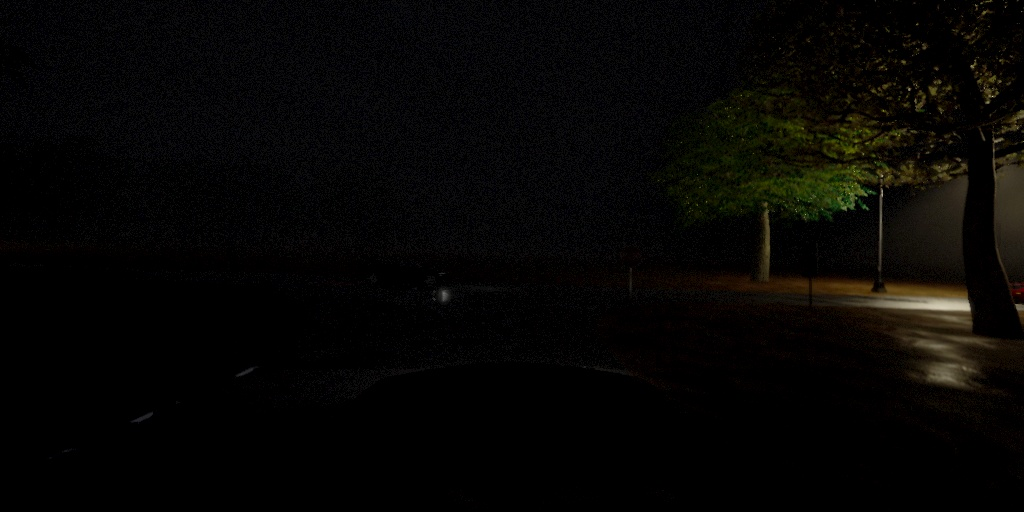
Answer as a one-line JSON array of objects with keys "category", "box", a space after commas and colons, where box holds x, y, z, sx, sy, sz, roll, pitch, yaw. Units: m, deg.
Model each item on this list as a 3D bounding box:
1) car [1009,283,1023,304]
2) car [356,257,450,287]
[{"category": "car", "box": [31.319, 2.363, 21.629, 4.674, 1.442, 1.812, 2, -1, -3]}, {"category": "car", "box": [-5.981, 0.860, 19.926, 5.008, 1.535, 1.882, 2, -1, -3]}]
